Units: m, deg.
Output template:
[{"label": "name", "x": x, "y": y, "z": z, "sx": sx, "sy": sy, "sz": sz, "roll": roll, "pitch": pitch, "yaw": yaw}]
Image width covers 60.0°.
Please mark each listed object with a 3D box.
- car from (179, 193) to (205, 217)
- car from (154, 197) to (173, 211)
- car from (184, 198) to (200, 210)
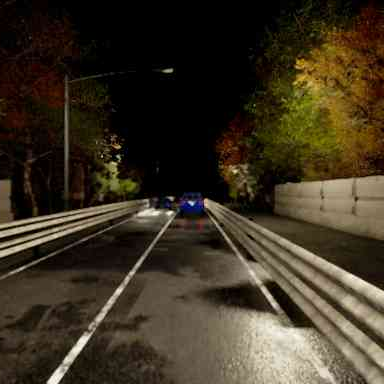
[{"label": "car", "x": 0.012, "y": 1.102, "z": 30.254, "sx": 2.150, "sy": 2.045, "sz": 5.566, "roll": 0, "pitch": 0, "yaw": 0}, {"label": "car", "x": -3.330, "y": 1.382, "z": 39.519, "sx": 1.882, "sy": 1.535, "sz": 5.008, "roll": 0, "pitch": 0, "yaw": 0}, {"label": "car", "x": 0.041, "y": 1.474, "z": 43.516, "sx": 2.033, "sy": 1.411, "sz": 5.357, "roll": 0, "pitch": 0, "yaw": 1}]
